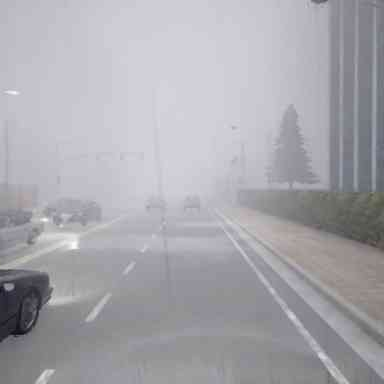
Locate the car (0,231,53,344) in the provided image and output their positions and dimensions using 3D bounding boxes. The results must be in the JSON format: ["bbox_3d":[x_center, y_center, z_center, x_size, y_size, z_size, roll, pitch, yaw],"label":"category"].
[{"bbox_3d":[-3.399,1.511,3.483,2.033,1.411,5.357,0,1,0],"label":"car"}]

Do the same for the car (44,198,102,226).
[{"bbox_3d":[-7.084,1.216,21.041,2.128,1.511,4.902,0,1,0],"label":"car"}]

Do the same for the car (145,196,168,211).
[{"bbox_3d":[-3.497,1.108,33.126,2.033,1.411,5.357,0,1,0],"label":"car"}]

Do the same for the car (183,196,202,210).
[{"bbox_3d":[0.008,1.095,34.118,2.033,1.411,5.357,0,1,0],"label":"car"}]

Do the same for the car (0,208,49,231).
[{"bbox_3d":[-7.098,1.452,11.714,1.895,1.301,4.718,0,1,0],"label":"car"}]

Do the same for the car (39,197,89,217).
[{"bbox_3d":[-10.547,1.180,27.917,2.033,1.411,5.357,0,1,1],"label":"car"}]

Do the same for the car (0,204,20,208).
[{"bbox_3d":[-10.591,1.367,18.007,1.895,1.301,4.718,0,1,0],"label":"car"}]
